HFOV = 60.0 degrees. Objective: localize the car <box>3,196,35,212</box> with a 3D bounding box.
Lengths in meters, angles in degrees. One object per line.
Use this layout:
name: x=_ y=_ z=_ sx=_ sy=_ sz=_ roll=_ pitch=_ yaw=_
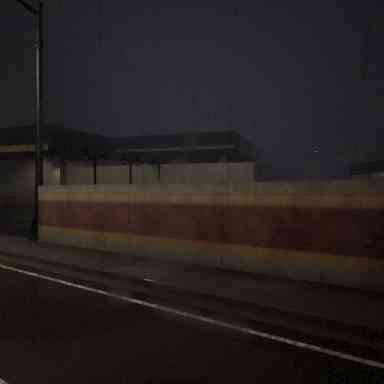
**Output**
car: x=-18.622 y=1.295 z=37.483 sx=2.242 sy=1.667 sz=4.611 roll=0 pitch=0 yaw=36
